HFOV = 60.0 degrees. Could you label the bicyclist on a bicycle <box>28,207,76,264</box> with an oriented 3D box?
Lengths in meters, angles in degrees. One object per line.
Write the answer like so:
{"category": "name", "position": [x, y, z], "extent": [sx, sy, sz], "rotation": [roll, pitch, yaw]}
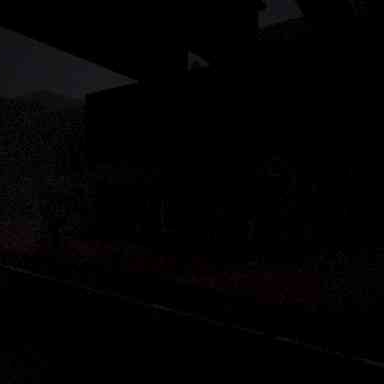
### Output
{"category": "bicyclist on a bicycle", "position": [-4.269, 1.255, 10.101], "extent": [0.582, 1.620, 1.656], "rotation": [1, 9, 34]}
